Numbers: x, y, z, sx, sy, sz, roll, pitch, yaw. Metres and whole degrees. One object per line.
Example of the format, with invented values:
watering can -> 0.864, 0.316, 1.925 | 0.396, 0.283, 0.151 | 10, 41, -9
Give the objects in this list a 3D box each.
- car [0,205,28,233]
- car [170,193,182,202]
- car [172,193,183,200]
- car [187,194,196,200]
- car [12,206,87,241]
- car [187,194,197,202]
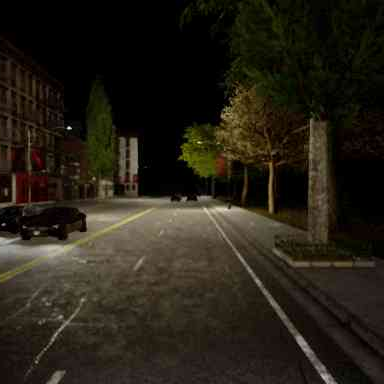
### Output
car -> -9.806, 1.467, 18.695 | 2.033, 1.411, 5.357 | 0, 0, 0
car -> -3.260, 1.287, 65.418 | 2.033, 1.411, 5.357 | 0, 0, 0
car -> -3.261, 1.048, 75.002 | 2.128, 1.511, 4.902 | 0, 1, 0
car -> -0.011, 1.075, 75.002 | 1.994, 1.385, 4.181 | 0, 1, 0
car -> -6.574, 1.454, 16.393 | 1.812, 1.442, 4.674 | 0, 0, 0
car -> -0.010, 1.082, 66.599 | 2.097, 1.767, 4.553 | 0, 0, 0
